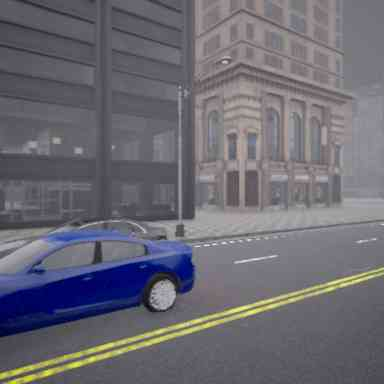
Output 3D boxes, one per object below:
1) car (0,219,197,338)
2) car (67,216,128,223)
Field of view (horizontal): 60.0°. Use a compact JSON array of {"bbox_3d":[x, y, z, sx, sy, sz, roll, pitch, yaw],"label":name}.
[{"bbox_3d":[-2.245,1.476,6.068,5.008,1.535,1.882,0,0,-35],"label":"car"},{"bbox_3d":[-2.966,1.503,9.543,4.892,1.490,1.837,0,0,-35],"label":"car"}]
